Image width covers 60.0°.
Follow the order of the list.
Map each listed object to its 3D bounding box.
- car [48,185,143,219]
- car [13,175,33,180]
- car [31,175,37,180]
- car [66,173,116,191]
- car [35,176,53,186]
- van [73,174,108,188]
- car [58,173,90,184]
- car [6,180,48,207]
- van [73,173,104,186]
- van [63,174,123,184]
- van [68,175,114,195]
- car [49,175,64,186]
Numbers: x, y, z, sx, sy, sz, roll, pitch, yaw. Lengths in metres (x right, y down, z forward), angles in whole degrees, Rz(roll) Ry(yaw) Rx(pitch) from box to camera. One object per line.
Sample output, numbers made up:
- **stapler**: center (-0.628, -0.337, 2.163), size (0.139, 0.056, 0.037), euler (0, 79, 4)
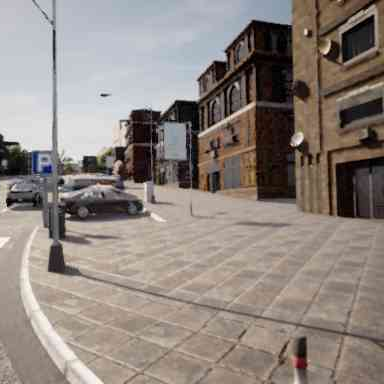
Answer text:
- **car**: center (-5.094, 0.564, 18.732), size (4.892, 1.521, 2.231), euler (-1, 4, -38)
- **car**: center (-20.820, -0.934, 40.108), size (1.812, 1.442, 4.674), euler (-1, 4, -18)
- **car**: center (-23.951, -1.746, 49.608), size (2.097, 1.767, 4.553), euler (-1, 4, -18)
- **car**: center (-12.669, -1.239, 41.832), size (5.566, 2.045, 2.435), euler (-1, 4, -38)
- **car**: center (-17.382, -0.874, 40.379), size (1.994, 1.385, 4.181), euler (-1, 4, -18)
- **van**: center (-14.503, -1.603, 47.663), size (4.442, 1.987, 1.878), euler (-1, 4, -38)
- **car**: center (-8.902, -0.462, 30.242), size (5.566, 2.045, 2.435), euler (-1, 5, -38)
- **car**: center (-11.891, 0.169, 23.822), size (2.128, 1.511, 4.902), euler (-1, 4, -19)
- **van**: center (-16.583, -1.987, 53.285), size (4.442, 1.987, 1.878), euler (-1, 5, -38)
- **van**: center (-7.842, -0.246, 27.454), size (4.442, 1.987, 1.878), euler (-1, 4, -38)
- **van**: center (-10.875, -0.823, 35.964), size (4.442, 1.987, 1.878), euler (-1, 5, -38)
- **car**: center (-21.716, -1.840, 53.491), size (1.882, 1.535, 5.008), euler (-1, 4, -18)
